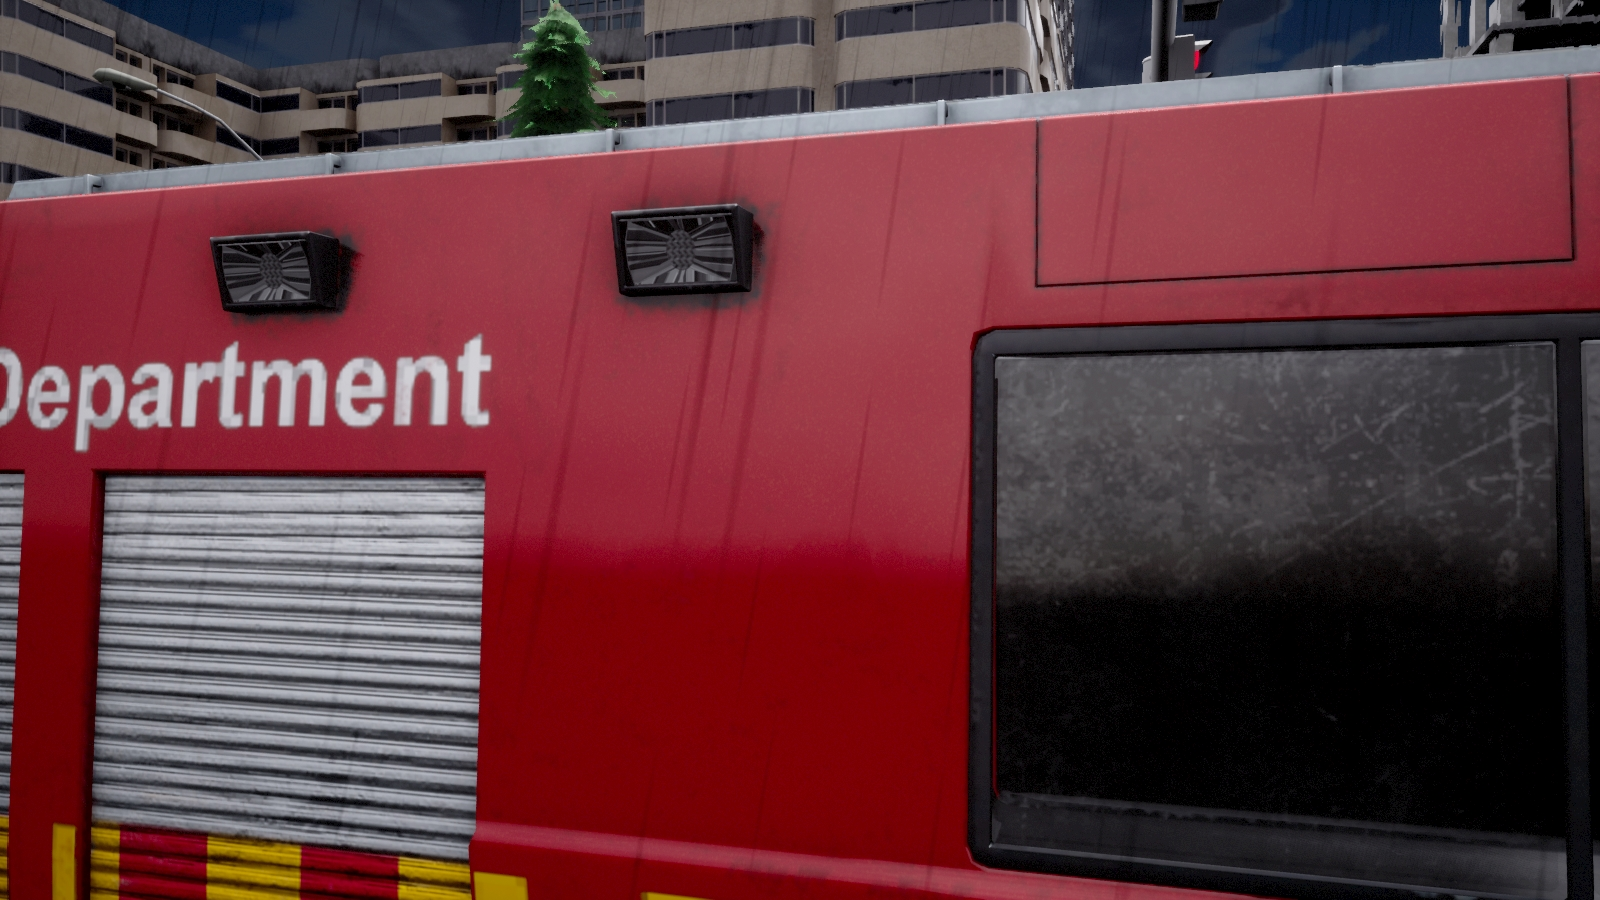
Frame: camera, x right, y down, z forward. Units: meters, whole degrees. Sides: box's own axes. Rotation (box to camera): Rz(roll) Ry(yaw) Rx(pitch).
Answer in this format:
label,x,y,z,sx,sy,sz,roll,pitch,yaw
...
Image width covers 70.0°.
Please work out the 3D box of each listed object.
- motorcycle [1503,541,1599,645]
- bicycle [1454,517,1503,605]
label,x,y,z,sx,sy,sz,roll,pitch,yaw
motorcycle,11.678,2.155,17.664,0.764,1.307,2.356,0,0,16
bicycle,12.788,2.060,21.569,0.329,1.471,1.835,0,0,16
